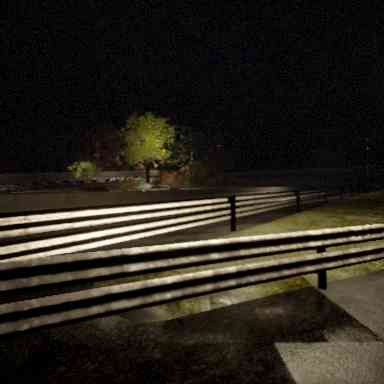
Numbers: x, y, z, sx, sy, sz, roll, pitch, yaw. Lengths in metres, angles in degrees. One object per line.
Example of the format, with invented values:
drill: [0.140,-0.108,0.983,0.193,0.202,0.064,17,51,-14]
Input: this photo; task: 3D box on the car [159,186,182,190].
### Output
car: [-2.828,0.180,55.358,1.882,1.535,5.008,0,1,32]

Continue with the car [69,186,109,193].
car: [-12.393,0.285,40.015,2.150,2.045,5.566,0,1,32]

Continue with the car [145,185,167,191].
car: [-5.828,-0.102,57.164,2.150,2.045,5.566,0,1,32]

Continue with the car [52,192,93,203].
car: [-15.119,0.670,42.256,1.895,1.301,4.718,0,1,32]
